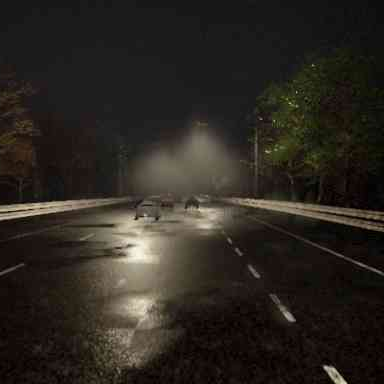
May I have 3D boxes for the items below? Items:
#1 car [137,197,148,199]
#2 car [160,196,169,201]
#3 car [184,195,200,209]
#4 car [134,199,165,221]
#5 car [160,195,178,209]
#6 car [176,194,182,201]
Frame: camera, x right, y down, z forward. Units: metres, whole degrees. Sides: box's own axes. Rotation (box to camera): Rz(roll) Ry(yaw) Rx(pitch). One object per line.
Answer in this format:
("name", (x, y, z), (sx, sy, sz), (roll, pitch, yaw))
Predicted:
("car", (-7.010, 1.530, 47.119), (1.837, 1.490, 4.892), (0, 0, 0))
("car", (-7.023, 1.671, 84.905), (1.895, 1.301, 4.718), (0, 0, 0))
("car", (-0.014, 1.530, 46.997), (1.837, 1.490, 4.892), (0, 0, 0))
("car", (-3.507, 1.535, 27.268), (1.812, 1.442, 4.674), (0, 0, 0))
("car", (-3.510, 1.571, 47.038), (2.033, 1.411, 5.357), (0, 0, 0))
("car", (-3.522, 1.550, 82.851), (1.882, 1.535, 5.008), (0, 0, 0))
